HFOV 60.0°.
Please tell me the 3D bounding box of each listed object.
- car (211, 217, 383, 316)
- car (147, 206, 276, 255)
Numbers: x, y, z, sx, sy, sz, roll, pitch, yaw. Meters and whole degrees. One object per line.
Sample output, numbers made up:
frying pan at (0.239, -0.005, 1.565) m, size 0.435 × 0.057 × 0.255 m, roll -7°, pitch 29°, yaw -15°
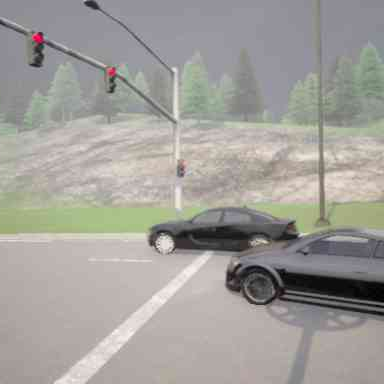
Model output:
car at (2.739, 1.353, 6.256) m, size 4.181 × 1.385 × 1.994 m, roll -1°, pitch 1°, yaw 30°
car at (0.920, 1.223, 11.018) m, size 5.008 × 1.535 × 1.882 m, roll -1°, pitch 0°, yaw 20°
